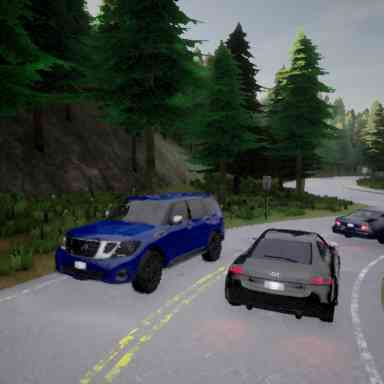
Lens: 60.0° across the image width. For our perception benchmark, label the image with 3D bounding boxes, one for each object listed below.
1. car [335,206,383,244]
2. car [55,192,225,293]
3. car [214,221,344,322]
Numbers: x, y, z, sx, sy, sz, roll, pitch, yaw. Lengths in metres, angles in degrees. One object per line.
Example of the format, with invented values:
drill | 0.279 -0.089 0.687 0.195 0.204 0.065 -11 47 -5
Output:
car | 8.597 1.372 14.967 5.357 1.411 2.033 -1 5 -33
car | -0.938 1.062 9.097 2.150 2.045 5.566 2 2 28
car | 2.213 1.532 7.444 1.994 1.385 4.181 2 2 24
